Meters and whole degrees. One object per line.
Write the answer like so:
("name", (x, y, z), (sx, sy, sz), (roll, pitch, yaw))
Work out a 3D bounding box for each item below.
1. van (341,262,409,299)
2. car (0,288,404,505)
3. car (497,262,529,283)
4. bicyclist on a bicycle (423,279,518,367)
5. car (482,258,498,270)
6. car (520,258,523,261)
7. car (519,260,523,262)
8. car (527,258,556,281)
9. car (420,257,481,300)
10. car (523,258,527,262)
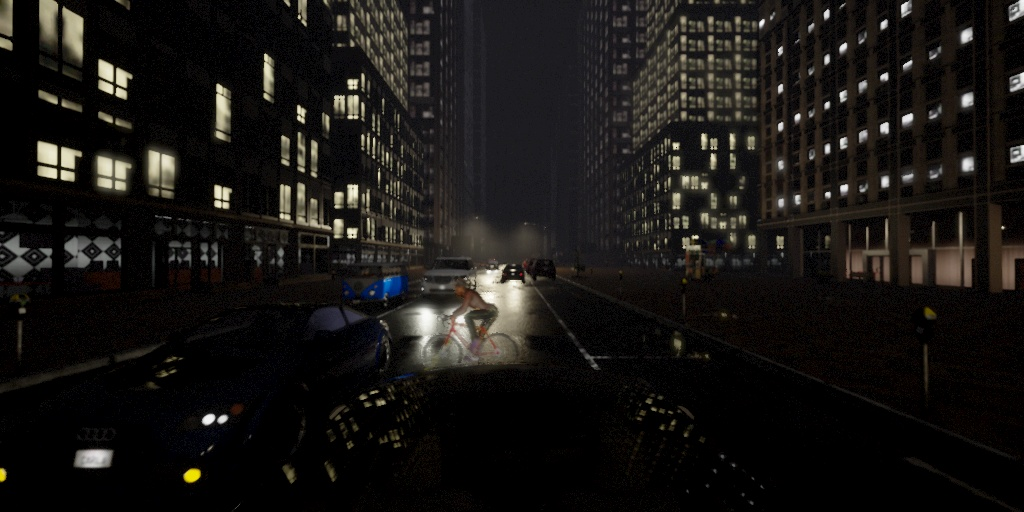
("van", (-5.665, 1.148, 15.170), (1.690, 1.789, 3.998), (0, 0, 0))
("car", (-3.088, 1.326, 4.646), (1.994, 1.385, 4.181), (0, 0, 0))
("car", (0.137, 1.414, 29.160), (2.033, 1.411, 5.357), (0, 0, 1))
("bicyclist on a bicycle", (-0.727, 1.222, 6.211), (1.656, 1.620, 0.582), (-1, 0, 0))
("car", (-3.008, 1.470, 56.459), (2.128, 1.511, 4.902), (0, 0, 0))
("car", (2.767, 1.284, 53.934), (2.192, 1.841, 5.009), (0, 0, 0))
("car", (0.165, 1.534, 45.032), (1.895, 1.301, 4.718), (0, 0, 0))
("car", (2.737, 1.193, 31.776), (2.192, 1.841, 5.009), (0, 0, 0))
("car", (-3.069, 1.044, 18.500), (2.150, 2.045, 5.566), (0, 0, 0))
("car", (2.752, 1.239, 42.856), (2.192, 1.841, 5.009), (0, 0, 0))
